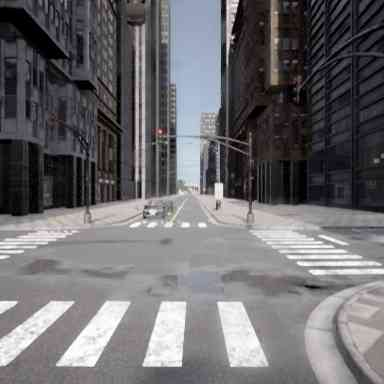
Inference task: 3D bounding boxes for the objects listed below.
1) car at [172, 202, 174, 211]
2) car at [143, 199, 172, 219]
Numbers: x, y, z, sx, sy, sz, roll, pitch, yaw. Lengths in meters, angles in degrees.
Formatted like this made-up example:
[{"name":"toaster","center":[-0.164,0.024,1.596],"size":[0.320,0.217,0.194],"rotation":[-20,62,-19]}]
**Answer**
[{"name":"car","center":[-3.204,1.562,39.504],"size":[1.994,1.385,4.181],"rotation":[0,0,-1]},{"name":"car","center":[-3.175,1.488,29.438],"size":[2.128,1.511,4.902],"rotation":[0,0,0]}]
